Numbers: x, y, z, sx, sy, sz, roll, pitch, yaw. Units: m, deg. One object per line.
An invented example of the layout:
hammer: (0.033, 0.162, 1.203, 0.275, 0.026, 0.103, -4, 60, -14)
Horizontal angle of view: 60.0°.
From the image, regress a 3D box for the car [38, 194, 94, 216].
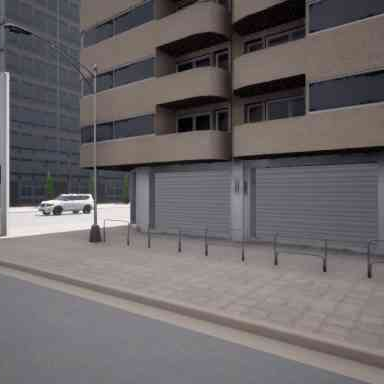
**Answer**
car: (-12.432, 1.221, 33.383, 2.150, 2.045, 5.566, 0, 0, 36)
